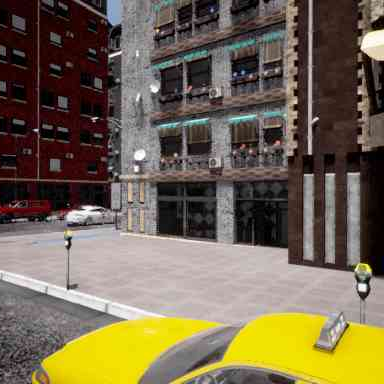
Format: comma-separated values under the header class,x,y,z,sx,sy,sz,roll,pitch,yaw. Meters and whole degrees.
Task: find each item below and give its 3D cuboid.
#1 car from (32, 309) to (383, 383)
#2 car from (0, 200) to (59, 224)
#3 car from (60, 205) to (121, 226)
class,x,y,z,sx,sy,sz,roll,pitch,yaw
car,0.718,1.525,2.362,4.829,1.417,1.752,0,0,36
car,-14.179,1.591,27.655,2.192,1.841,5.009,-1,-2,35
car,-7.764,1.878,26.719,1.812,1.442,4.674,0,-1,36
